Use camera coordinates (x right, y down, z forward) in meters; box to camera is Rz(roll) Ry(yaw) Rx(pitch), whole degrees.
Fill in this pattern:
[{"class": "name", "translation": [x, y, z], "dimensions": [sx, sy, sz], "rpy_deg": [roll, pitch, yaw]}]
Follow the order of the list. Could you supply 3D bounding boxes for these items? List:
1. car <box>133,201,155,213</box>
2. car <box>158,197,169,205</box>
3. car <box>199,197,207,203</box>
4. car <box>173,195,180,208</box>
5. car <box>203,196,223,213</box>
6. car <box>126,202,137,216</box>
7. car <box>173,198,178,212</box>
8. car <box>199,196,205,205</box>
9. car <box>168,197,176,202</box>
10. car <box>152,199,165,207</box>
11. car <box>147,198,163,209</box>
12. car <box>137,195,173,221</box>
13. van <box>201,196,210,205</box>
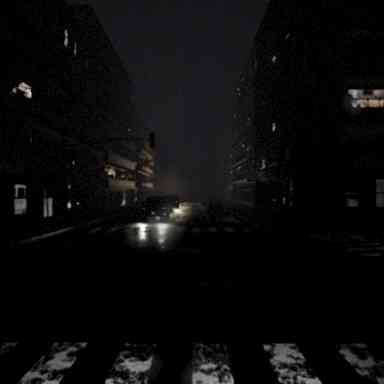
[{"class": "car", "translation": [-5.697, 1.746, 39.986], "dimensions": [1.947, 1.339, 4.313], "rpy_deg": [0, 0, 0]}, {"class": "car", "translation": [-5.697, 1.843, 67.456], "dimensions": [1.752, 1.417, 4.829], "rpy_deg": [-1, 0, 0]}, {"class": "car", "translation": [2.683, 1.951, 84.204], "dimensions": [1.887, 1.381, 4.507], "rpy_deg": [-1, 0, 0]}, {"class": "car", "translation": [-3.064, 1.452, 50.267], "dimensions": [2.150, 2.045, 5.566], "rpy_deg": [0, 0, 0]}, {"class": "car", "translation": [2.682, 1.620, 39.982], "dimensions": [1.967, 1.590, 4.097], "rpy_deg": [-1, 0, 0]}, {"class": "car", "translation": [-5.697, 1.704, 34.459], "dimensions": [2.008, 1.369, 4.403], "rpy_deg": [0, 0, 0]}, {"class": "car", "translation": [-3.095, 1.725, 39.551], "dimensions": [2.033, 1.411, 5.357], "rpy_deg": [0, 0, 0]}, {"class": "car", "translation": [2.683, 1.812, 56.564], "dimensions": [2.008, 1.369, 4.403], "rpy_deg": [-1, 0, 0]}, {"class": "car", "translation": [-5.697, 2.018, 95.264], "dimensions": [2.008, 1.369, 4.403], "rpy_deg": [-1, 0, 0]}, {"class": "car", "translation": [-5.698, 1.844, 56.570], "dimensions": [1.802, 1.307, 4.206], "rpy_deg": [-1, 0, 0]}, {"class": "car", "translation": [-5.699, 1.674, 51.043], "dimensions": [1.967, 1.590, 4.097], "rpy_deg": [-1, 0, 0]}, {"class": "car", "translation": [-3.100, 1.350, 29.247], "dimensions": [2.150, 2.045, 5.566], "rpy_deg": [0, 0, 0]}, {"class": "van", "translation": [2.681, 1.659, 67.621], "dimensions": [1.690, 1.788, 3.998], "rpy_deg": [-1, 0, 0]}]
